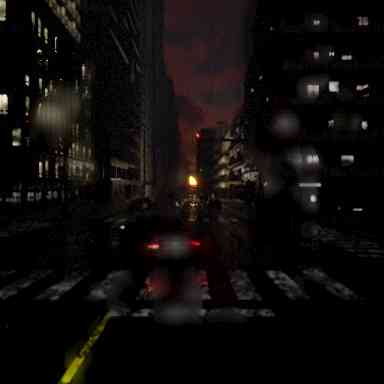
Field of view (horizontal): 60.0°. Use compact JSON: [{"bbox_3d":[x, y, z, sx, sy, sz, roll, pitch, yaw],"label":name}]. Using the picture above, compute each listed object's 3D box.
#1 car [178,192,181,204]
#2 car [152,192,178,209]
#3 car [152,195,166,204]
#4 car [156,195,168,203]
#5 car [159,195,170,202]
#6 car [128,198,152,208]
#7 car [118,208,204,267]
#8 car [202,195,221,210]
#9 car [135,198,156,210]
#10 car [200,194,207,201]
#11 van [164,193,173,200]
[{"bbox_3d":[-3.047,1.016,57.490,2.150,2.045,5.566,0,0,0],"label":"car"},{"bbox_3d":[-3.094,1.080,38.695,2.150,2.045,5.566,0,0,0],"label":"car"},{"bbox_3d":[-5.698,1.335,58.172,1.887,1.381,4.507,-1,0,0],"label":"car"},{"bbox_3d":[-5.697,1.352,63.826,1.802,1.307,4.206,-1,0,0],"label":"car"},{"bbox_3d":[-5.698,1.295,69.481,1.887,1.381,4.507,-1,0,0],"label":"car"},{"bbox_3d":[-5.700,1.397,35.384,1.752,1.417,4.829,-1,0,0],"label":"car"},{"bbox_3d":[-1.295,1.505,11.428,2.033,1.411,5.357,0,0,-20],"label":"car"},{"bbox_3d":[2.680,1.401,41.208,2.008,1.369,4.403,-1,0,0],"label":"car"},{"bbox_3d":[-5.699,1.416,41.208,1.947,1.339,4.313,-1,0,0],"label":"car"},{"bbox_3d":[2.681,1.170,75.135,1.967,1.590,4.097,-1,0,0],"label":"car"},{"bbox_3d":[-5.700,1.051,80.790,1.690,1.788,3.998,-1,0,0],"label":"van"}]
